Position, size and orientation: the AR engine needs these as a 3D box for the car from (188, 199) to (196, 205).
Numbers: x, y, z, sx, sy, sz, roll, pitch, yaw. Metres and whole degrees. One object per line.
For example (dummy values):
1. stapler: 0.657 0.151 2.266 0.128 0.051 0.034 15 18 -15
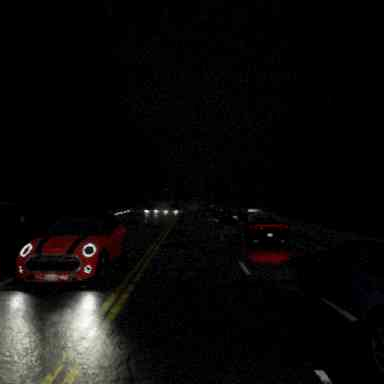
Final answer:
1. car: 0.030 2.541 86.391 1.837 1.490 4.892 0 -1 0

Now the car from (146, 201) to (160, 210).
1. car: -6.535 2.212 55.299 1.812 1.442 4.674 0 -1 0

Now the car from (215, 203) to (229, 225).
1. car: 3.260 1.882 27.357 1.994 1.385 4.181 0 -1 0

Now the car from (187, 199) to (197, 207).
1. car: 0.025 2.274 69.657 2.128 1.511 4.902 0 -1 0

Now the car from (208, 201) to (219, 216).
1. car: 3.264 2.022 38.357 1.994 1.385 4.181 0 -1 0

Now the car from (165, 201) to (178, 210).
1. car: -3.293 2.140 53.667 1.882 1.535 5.008 0 -1 0

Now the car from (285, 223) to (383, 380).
1. car: 3.252 1.491 5.359 2.033 1.649 4.856 0 -1 0

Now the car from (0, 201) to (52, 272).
1. car: -6.596 1.353 11.633 2.150 2.045 5.566 0 -1 0

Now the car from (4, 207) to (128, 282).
1. car: -3.347 1.466 10.169 2.097 1.767 4.553 0 -1 0

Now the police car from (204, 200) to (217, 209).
1. police car: 3.271 2.264 60.358 2.038 1.542 4.974 0 -1 0

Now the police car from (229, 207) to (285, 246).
1. police car: 3.256 1.611 16.469 1.930 1.638 5.238 0 -1 0

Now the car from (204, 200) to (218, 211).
1. car: 3.267 2.034 49.358 2.033 1.649 4.856 0 -1 0
